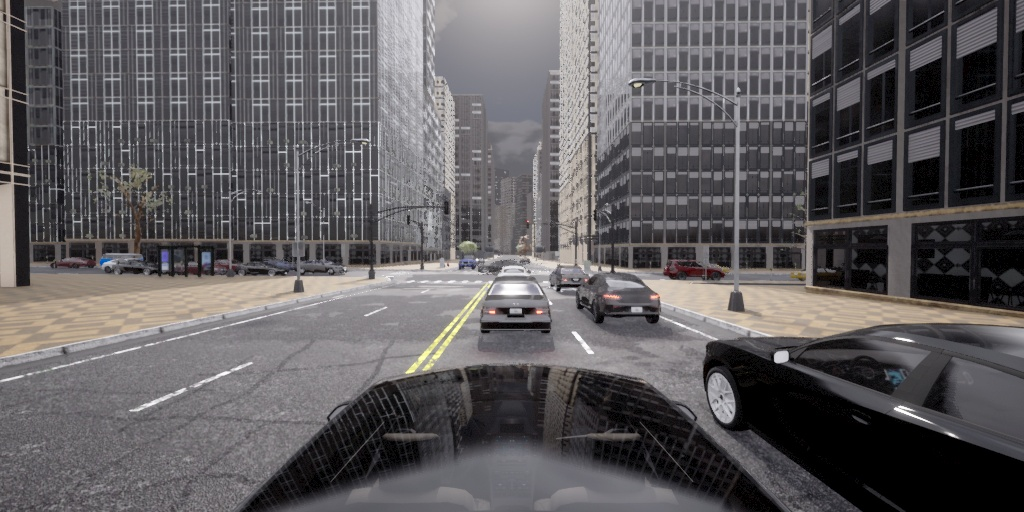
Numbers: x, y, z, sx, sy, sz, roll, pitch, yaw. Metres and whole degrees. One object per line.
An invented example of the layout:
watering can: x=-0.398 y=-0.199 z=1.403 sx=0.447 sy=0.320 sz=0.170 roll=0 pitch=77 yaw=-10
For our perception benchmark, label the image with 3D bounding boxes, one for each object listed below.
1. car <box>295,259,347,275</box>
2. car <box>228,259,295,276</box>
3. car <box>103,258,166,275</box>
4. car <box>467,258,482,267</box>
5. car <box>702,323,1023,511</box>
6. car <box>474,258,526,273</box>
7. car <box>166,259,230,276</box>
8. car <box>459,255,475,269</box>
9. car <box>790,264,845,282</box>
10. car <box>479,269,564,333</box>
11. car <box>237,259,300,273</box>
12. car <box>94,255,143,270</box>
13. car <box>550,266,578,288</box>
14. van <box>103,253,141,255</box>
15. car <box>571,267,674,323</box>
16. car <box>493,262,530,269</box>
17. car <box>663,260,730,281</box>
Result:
car: x=-18.815 y=1.089 z=35.279 sx=4.902 sy=1.511 sz=2.128 roll=1 pitch=1 yaw=1
car: x=-22.745 y=1.172 z=32.651 sx=4.313 sy=1.339 sz=1.948 roll=0 pitch=0 yaw=1
car: x=-34.110 y=1.067 z=32.952 sx=4.313 sy=1.339 sz=1.948 roll=0 pitch=0 yaw=1
car: x=-6.593 y=1.191 z=63.788 sx=2.128 sy=1.511 sz=4.902 roll=0 pitch=0 yaw=0
car: x=3.345 y=1.227 z=2.560 sx=1.882 sy=1.535 sz=5.008 roll=0 pitch=0 yaw=0
car: x=-1.235 y=1.209 z=38.178 sx=4.892 sy=1.490 sz=1.837 roll=1 pitch=1 yaw=1
car: x=-28.429 y=1.136 z=32.782 sx=4.207 sy=1.307 sz=1.802 roll=0 pitch=0 yaw=1
car: x=-6.622 y=0.933 z=53.870 sx=2.150 sy=2.045 sz=5.566 roll=0 pitch=0 yaw=0
car: x=27.628 y=1.577 z=31.950 sx=4.829 sy=1.417 sz=1.751 roll=0 pitch=0 yaw=1
car: x=0.097 y=1.293 z=10.637 sx=2.033 sy=1.411 sz=5.357 roll=0 pitch=0 yaw=0
car: x=-26.163 y=1.026 z=38.626 sx=5.357 sy=1.411 sz=2.033 roll=1 pitch=1 yaw=1
car: x=-37.961 y=0.949 z=35.667 sx=4.674 sy=1.442 sz=1.812 roll=1 pitch=1 yaw=2
car: x=3.344 y=1.286 z=21.317 sx=2.033 sy=1.411 sz=5.357 roll=0 pitch=0 yaw=0
van: x=-45.305 y=0.603 z=41.607 sx=3.998 sy=1.789 sz=1.690 roll=0 pitch=0 yaw=1
car: x=3.347 y=1.271 z=11.906 sx=1.812 sy=1.442 sz=4.674 roll=0 pitch=0 yaw=0
car: x=0.092 y=1.265 z=20.228 sx=1.812 sy=1.442 sz=4.674 roll=0 pitch=0 yaw=0
car: x=16.180 y=1.267 z=32.141 sx=5.009 sy=1.841 sz=2.192 roll=0 pitch=0 yaw=1
